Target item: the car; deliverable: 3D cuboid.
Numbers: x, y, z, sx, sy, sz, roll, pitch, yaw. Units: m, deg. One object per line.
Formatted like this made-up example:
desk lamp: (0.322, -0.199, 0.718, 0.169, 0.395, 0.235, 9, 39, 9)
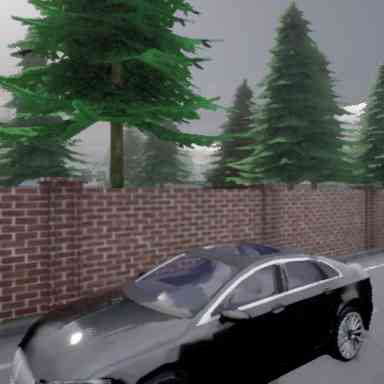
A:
car: (0.450, 1.490, 4.315, 4.902, 1.511, 2.128, 0, 0, -36)
